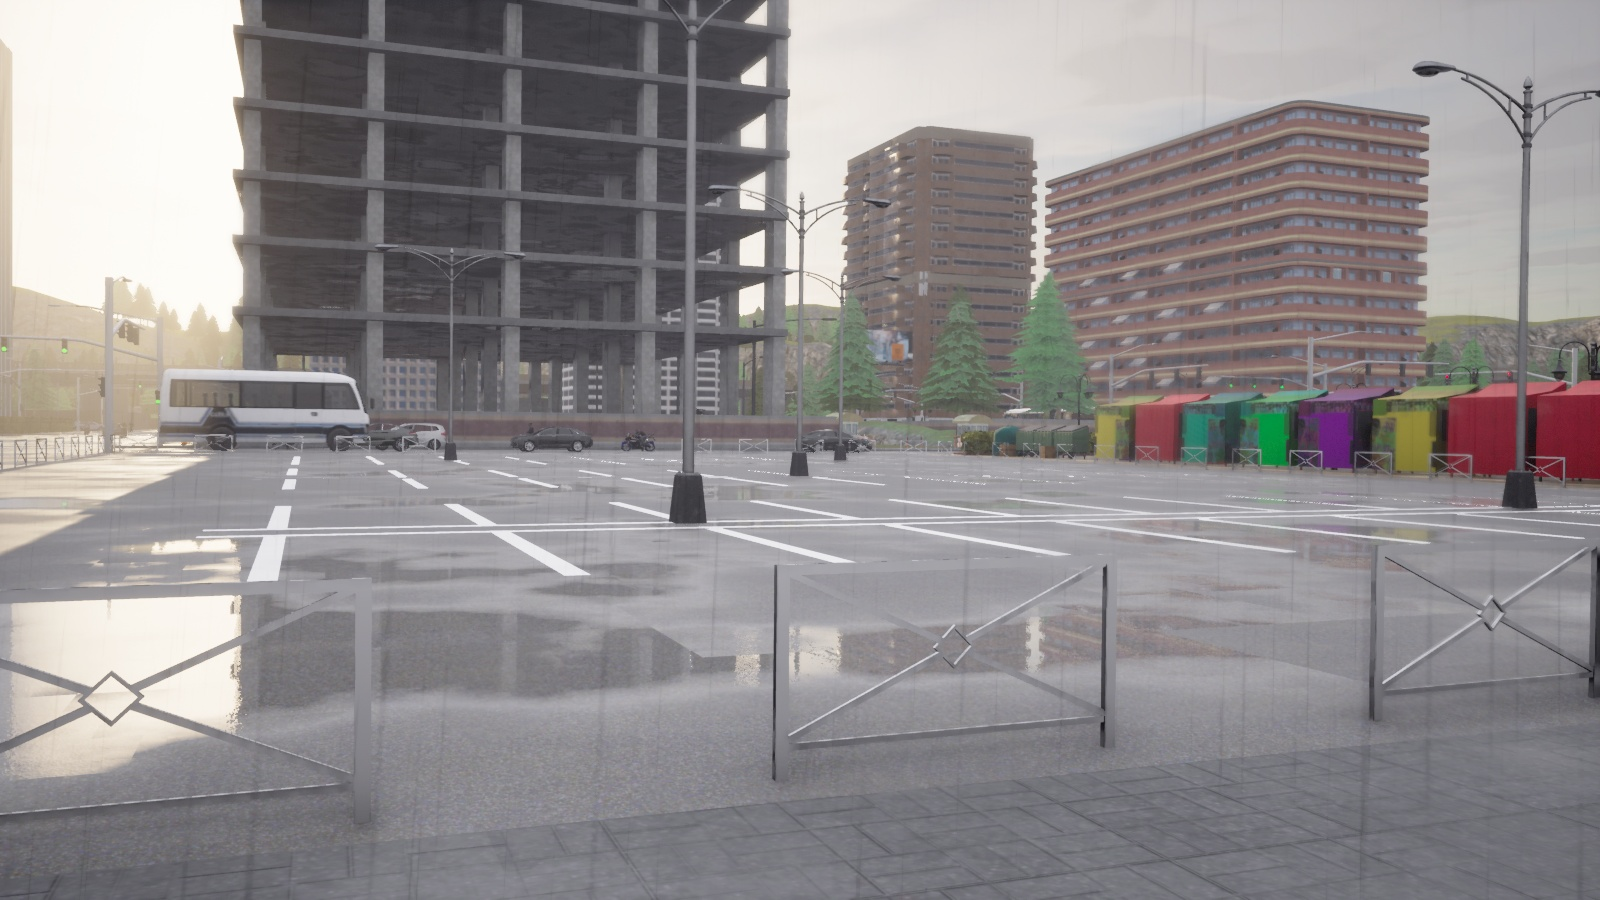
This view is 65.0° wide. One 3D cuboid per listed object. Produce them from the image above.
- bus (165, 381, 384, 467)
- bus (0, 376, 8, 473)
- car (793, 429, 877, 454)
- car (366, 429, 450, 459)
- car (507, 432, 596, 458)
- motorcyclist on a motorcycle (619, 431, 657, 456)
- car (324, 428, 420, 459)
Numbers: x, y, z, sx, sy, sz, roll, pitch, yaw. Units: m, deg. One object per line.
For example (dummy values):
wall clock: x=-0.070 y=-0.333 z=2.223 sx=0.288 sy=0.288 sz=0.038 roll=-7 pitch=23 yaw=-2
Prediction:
bus: x=-27.437 y=-1.412 z=66.059 sx=10.273 sy=4.253 sz=3.944 roll=-1 pitch=1 yaw=-22
bus: x=-35.807 y=-1.055 z=52.269 sx=3.944 sy=4.253 sz=10.273 roll=-3 pitch=2 yaw=-28
car: x=2.191 y=-0.544 z=77.915 sx=4.892 sy=1.490 sz=1.837 roll=-1 pitch=1 yaw=-22
car: x=-23.501 y=-0.382 z=75.183 sx=4.611 sy=1.667 sz=2.242 roll=-1 pitch=1 yaw=-22
car: x=-14.821 y=-0.311 z=74.886 sx=4.892 sy=1.490 sz=1.837 roll=-1 pitch=1 yaw=-22
motorcyclist on a motorcycle: x=-10.375 y=-0.419 z=80.431 sx=2.191 sy=1.530 sz=0.866 roll=-1 pitch=1 yaw=-22
car: x=-24.227 y=-0.374 z=71.120 sx=5.027 sy=1.651 sz=2.152 roll=-1 pitch=1 yaw=-22
